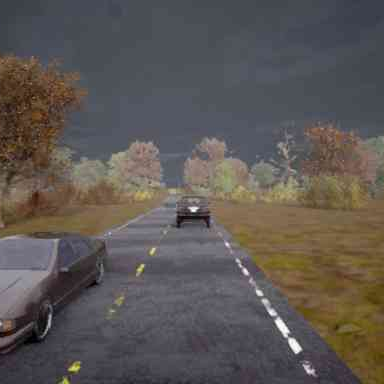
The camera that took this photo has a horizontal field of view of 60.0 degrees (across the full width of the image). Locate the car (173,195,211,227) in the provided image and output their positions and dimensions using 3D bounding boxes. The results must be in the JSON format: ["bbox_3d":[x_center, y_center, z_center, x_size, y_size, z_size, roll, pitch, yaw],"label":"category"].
[{"bbox_3d":[0.111,1.212,22.712,2.150,2.045,5.566,0,0,0],"label":"car"}]

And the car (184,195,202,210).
[{"bbox_3d":[0.105,1.325,42.570,2.097,1.767,4.553,0,0,0],"label":"car"}]

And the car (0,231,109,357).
[{"bbox_3d":[-3.100,1.546,6.641,2.033,1.411,5.357,0,0,0],"label":"car"}]

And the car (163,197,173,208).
[{"bbox_3d":[-3.067,1.474,48.262,1.837,1.490,4.892,0,-1,0],"label":"car"}]
